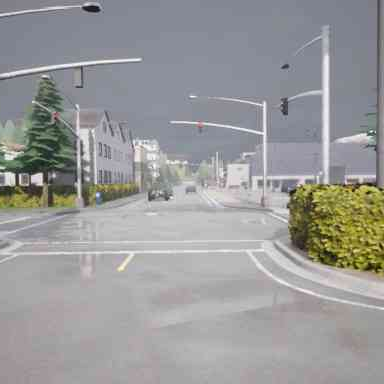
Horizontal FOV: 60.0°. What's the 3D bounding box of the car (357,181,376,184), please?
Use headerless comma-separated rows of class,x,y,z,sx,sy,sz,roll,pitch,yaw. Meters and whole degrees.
car,19.016,-0.173,34.187,1.905,1.878,3.866,-1,2,0

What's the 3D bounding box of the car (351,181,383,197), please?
car,22.261,-0.457,42.067,1.932,1.855,4.605,-1,2,0

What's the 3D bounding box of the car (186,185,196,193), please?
car,-0.168,-0.562,58.667,2.128,1.511,4.902,-1,2,0

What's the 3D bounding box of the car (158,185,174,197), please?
car,-3.731,-0.160,48.408,1.837,1.490,4.892,-1,2,0

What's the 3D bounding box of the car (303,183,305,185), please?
car,18.895,-0.862,59.105,1.970,1.475,3.806,-1,2,0

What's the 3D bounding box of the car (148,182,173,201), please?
car,-3.720,-0.097,38.247,2.150,2.045,5.566,-1,2,0

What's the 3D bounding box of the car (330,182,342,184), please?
car,25.310,-1.026,59.457,2.152,1.636,5.027,-1,2,0

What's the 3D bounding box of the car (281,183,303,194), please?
car,15.270,-0.515,52.045,2.007,1.523,4.514,-1,2,0
